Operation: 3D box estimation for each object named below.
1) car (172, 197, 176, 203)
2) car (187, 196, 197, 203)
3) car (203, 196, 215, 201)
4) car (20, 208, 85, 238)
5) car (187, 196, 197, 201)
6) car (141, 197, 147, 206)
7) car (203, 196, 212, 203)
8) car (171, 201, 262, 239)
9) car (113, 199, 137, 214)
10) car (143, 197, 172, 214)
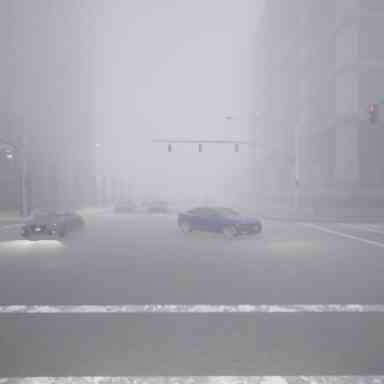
[{"bbox_3d":[-3.611,1.585,56.435,2.033,1.411,5.357,0,0,0],"label":"car"},{"bbox_3d":[-0.038,1.558,73.779,2.128,1.511,4.902,0,0,0],"label":"car"},{"bbox_3d":[3.467,1.535,64.706,2.128,1.511,4.902,0,0,0],"label":"car"},{"bbox_3d":[-7.108,1.544,17.373,1.994,1.385,4.181,0,0,0],"label":"car"},{"bbox_3d":[-0.033,1.535,64.392,2.128,1.511,4.902,0,0,0],"label":"car"},{"bbox_3d":[-7.113,1.538,53.848,1.837,1.490,4.892,0,1,0],"label":"car"},{"bbox_3d":[3.462,1.557,73.781,1.812,1.442,4.674,0,0,0],"label":"car"},{"bbox_3d":[1.318,1.459,17.549,1.882,1.535,5.008,-1,1,-43],"label":"car"},{"bbox_3d":[-7.117,1.529,35.794,1.837,1.490,4.892,0,0,0],"label":"car"},{"bbox_3d":[-3.618,1.571,36.017,2.033,1.411,5.357,0,0,0],"label":"car"}]
